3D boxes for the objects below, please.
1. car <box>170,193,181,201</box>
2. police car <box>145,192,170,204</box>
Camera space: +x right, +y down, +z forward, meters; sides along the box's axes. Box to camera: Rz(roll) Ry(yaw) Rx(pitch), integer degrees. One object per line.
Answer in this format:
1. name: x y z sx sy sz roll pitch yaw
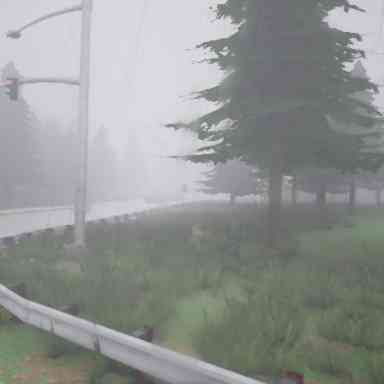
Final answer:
1. car: -3.198 0.828 56.736 2.033 1.411 5.357 2 1 11
2. police car: -5.116 0.774 46.821 1.930 1.638 5.238 2 1 11
